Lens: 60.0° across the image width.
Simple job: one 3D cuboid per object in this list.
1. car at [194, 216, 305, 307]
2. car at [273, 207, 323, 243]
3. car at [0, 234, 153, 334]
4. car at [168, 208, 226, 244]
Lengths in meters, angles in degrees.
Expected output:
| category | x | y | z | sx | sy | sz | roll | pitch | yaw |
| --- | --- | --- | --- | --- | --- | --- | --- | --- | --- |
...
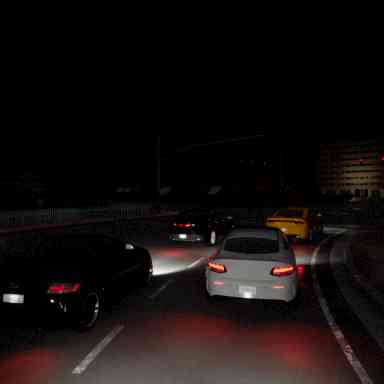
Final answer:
| category | x | y | z | sx | sy | sz | roll | pitch | yaw |
| --- | --- | --- | --- | --- | --- | --- | --- | --- | --- |
| car | 1.521 | 1.526 | 7.979 | 1.812 | 1.442 | 4.674 | 0 | 0 | 14 |
| car | 5.202 | 1.478 | 16.490 | 1.882 | 1.535 | 5.008 | 0 | 0 | 30 |
| car | -2.271 | 1.564 | 6.949 | 1.994 | 1.385 | 4.181 | 0 | 0 | 11 |
| car | 0.603 | 1.505 | 15.386 | 1.837 | 1.490 | 4.892 | 0 | 0 | 23 |
